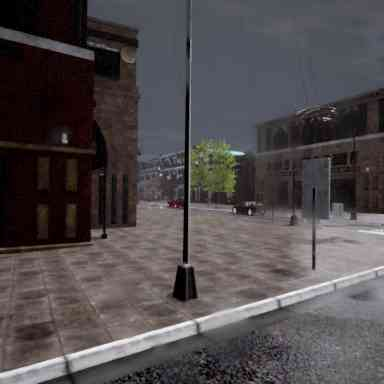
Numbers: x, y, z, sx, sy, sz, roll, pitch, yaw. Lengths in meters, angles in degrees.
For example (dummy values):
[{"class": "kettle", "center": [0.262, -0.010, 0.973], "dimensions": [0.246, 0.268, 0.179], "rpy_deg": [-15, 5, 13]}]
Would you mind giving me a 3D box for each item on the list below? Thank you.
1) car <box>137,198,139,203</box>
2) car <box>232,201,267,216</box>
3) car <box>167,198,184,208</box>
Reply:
[{"class": "car", "center": [-12.226, 1.670, 68.994], "dimensions": [1.802, 1.307, 4.206], "rpy_deg": [1, -1, -27]}, {"class": "car", "center": [5.762, 1.627, 33.759], "dimensions": [2.008, 1.369, 4.403], "rpy_deg": [1, -1, -27]}, {"class": "car", "center": [-2.191, 1.627, 49.300], "dimensions": [1.887, 1.381, 4.507], "rpy_deg": [1, -1, -27]}]
